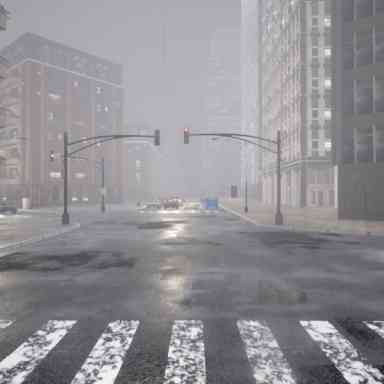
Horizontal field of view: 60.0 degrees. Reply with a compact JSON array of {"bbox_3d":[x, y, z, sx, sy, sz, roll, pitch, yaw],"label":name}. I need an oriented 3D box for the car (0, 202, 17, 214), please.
[{"bbox_3d":[-21.060,1.790,36.666,4.718,1.301,1.895,-1,-1,41],"label":"car"}]

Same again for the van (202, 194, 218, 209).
[{"bbox_3d":[2.677,1.386,45.939,1.690,1.788,3.998,0,0,0],"label":"van"}]

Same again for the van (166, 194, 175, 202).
[{"bbox_3d":[-5.126,1.474,79.271,1.690,1.788,3.998,0,0,0],"label":"van"}]

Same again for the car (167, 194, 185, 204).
[{"bbox_3d":[-2.696,1.415,54.212,2.097,1.767,4.553,0,0,1],"label":"car"}]

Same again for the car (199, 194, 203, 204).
[{"bbox_3d":[2.728,1.644,68.148,1.887,1.381,4.507,0,0,0],"label":"car"}]

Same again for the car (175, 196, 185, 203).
[{"bbox_3d":[-2.576,1.669,73.934,1.994,1.385,4.181,0,0,0],"label":"car"}]

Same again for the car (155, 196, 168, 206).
[{"bbox_3d":[-5.178,1.510,57.063,1.967,1.590,4.097,0,0,0],"label":"car"}]

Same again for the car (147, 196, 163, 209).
[{"bbox_3d":[-5.205,1.570,45.787,1.752,1.417,4.829,0,0,0],"label":"car"}]

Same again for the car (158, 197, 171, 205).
[{"bbox_3d":[-5.166,1.650,62.615,1.947,1.339,4.313,0,0,0],"label":"car"}]

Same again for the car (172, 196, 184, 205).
[{"bbox_3d":[-2.646,1.580,64.052,2.128,1.511,4.902,0,0,1],"label":"car"}]

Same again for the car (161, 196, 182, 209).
[{"bbox_3d":[-2.723,1.644,45.086,1.895,1.301,4.718,0,0,0],"label":"car"}]

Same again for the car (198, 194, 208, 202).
[{"bbox_3d":[2.765,1.467,84.807,2.192,1.841,5.009,0,0,0],"label":"car"}]
